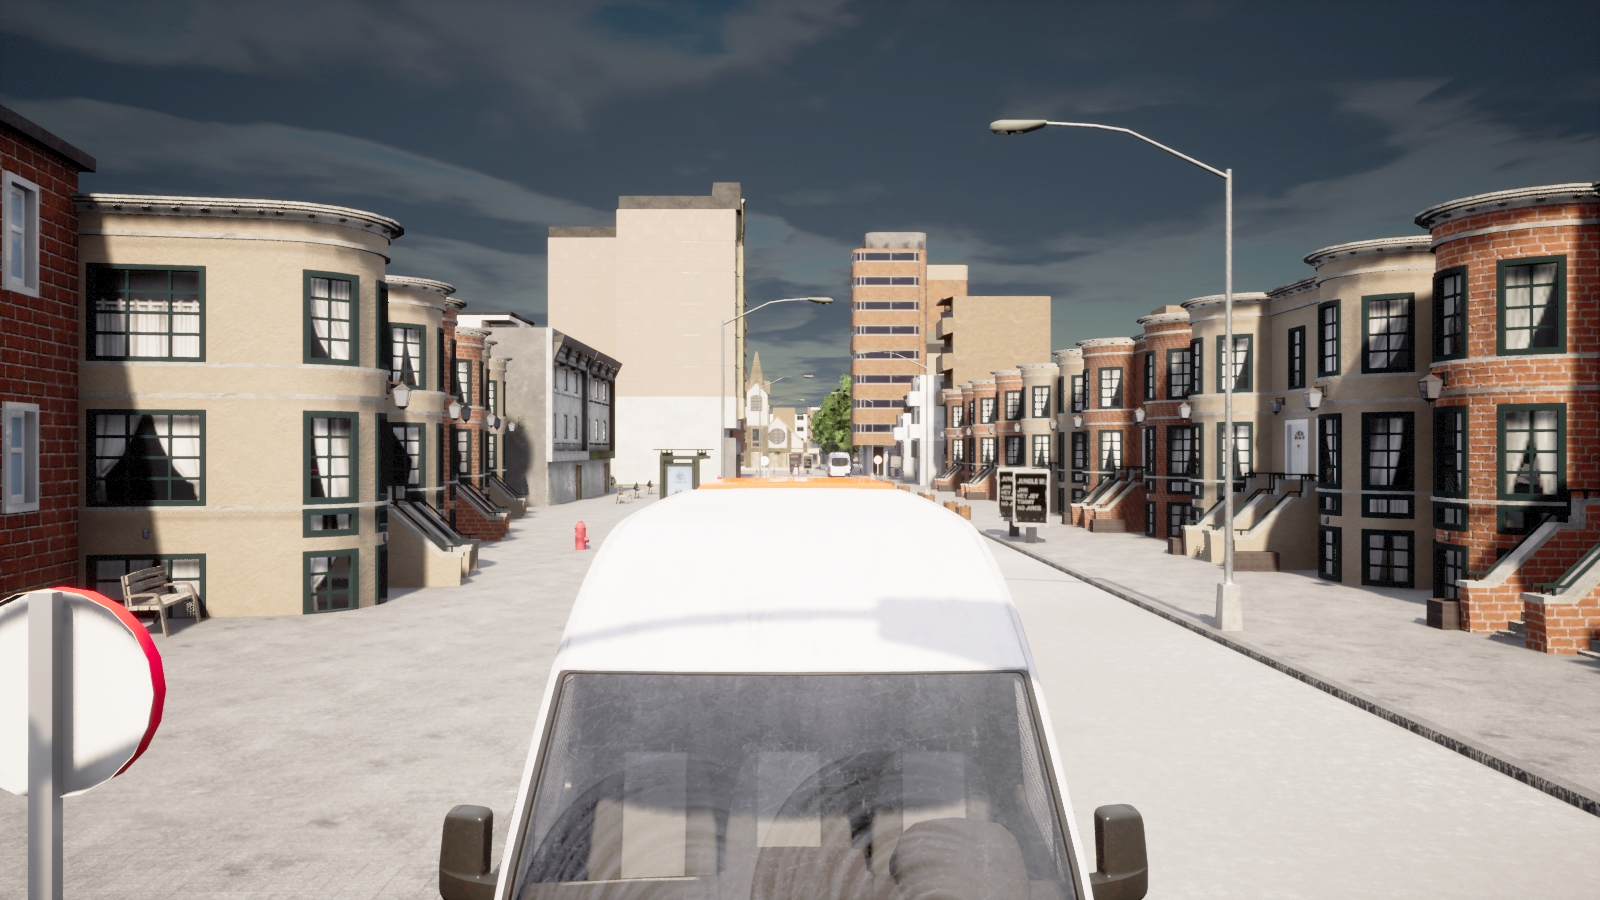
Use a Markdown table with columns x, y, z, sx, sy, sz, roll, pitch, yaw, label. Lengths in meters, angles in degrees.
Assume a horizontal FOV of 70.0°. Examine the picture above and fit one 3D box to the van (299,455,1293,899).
| x | y | z | sx | sy | sz | roll | pitch | yaw | label |
| --- | --- | --- | --- | --- | --- | --- | --- | --- | --- |
| -0.019 | 1.314 | 5.243 | 1.988 | 2.561 | 5.915 | 0 | 0 | 0 | van |
